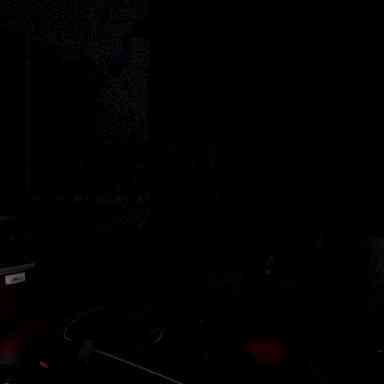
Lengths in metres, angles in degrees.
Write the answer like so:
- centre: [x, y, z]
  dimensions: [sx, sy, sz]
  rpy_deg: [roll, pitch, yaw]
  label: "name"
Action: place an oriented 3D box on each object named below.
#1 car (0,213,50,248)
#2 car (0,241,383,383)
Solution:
- centre: [-4.455, 1.315, 6.127]
  dimensions: [5.009, 1.841, 2.192]
  rpy_deg: [0, 0, 35]
  label: "car"
- centre: [-0.023, 1.440, 2.976]
  dimensions: [4.097, 1.590, 1.967]
  rpy_deg: [0, 0, 35]
  label: "car"
